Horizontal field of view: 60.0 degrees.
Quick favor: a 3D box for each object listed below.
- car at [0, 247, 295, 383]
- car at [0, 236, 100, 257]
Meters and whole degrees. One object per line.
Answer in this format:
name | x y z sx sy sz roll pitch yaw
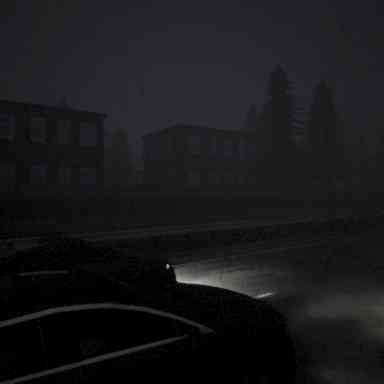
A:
car | -1.116 1.488 2.950 4.902 1.511 2.128 0 0 -36
car | -2.372 1.555 6.356 4.181 1.385 1.994 0 0 -36
